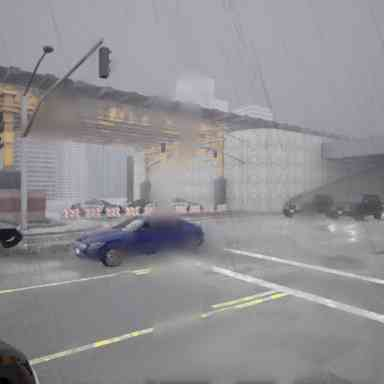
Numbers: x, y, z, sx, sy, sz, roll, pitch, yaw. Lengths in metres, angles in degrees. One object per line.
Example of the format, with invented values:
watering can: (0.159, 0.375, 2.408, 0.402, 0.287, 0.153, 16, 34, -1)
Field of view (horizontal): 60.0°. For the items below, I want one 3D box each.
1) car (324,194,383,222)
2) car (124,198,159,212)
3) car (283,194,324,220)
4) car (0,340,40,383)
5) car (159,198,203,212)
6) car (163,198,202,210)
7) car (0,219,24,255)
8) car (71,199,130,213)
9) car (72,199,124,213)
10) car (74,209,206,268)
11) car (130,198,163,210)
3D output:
car: (13.393, 1.222, 27.016, 5.566, 2.045, 2.150, 0, 0, -39)
car: (-5.211, 1.295, 34.845, 1.853, 1.218, 4.536, 0, 0, 18)
car: (10.228, 1.222, 28.881, 5.566, 2.045, 2.150, 0, 0, -40)
car: (-3.294, 1.492, 1.421, 4.902, 1.511, 2.128, 0, 0, -35)
car: (-1.325, 1.453, 38.563, 4.974, 1.542, 2.038, 0, 0, -7)
car: (-1.376, 1.295, 38.556, 4.536, 1.218, 1.853, 0, 0, -7)
car: (-8.294, 1.491, 10.987, 4.902, 1.511, 2.128, 0, 0, -36)
car: (-8.967, 1.453, 32.102, 4.974, 1.542, 2.038, 0, 0, 8)
car: (-9.018, 1.295, 32.109, 4.536, 1.218, 1.853, 0, 0, 8)
car: (-1.607, 1.527, 11.504, 4.674, 1.442, 1.812, 0, 0, -37)
car: (-5.227, 1.453, 34.795, 2.038, 1.542, 4.974, 0, 0, 18)
